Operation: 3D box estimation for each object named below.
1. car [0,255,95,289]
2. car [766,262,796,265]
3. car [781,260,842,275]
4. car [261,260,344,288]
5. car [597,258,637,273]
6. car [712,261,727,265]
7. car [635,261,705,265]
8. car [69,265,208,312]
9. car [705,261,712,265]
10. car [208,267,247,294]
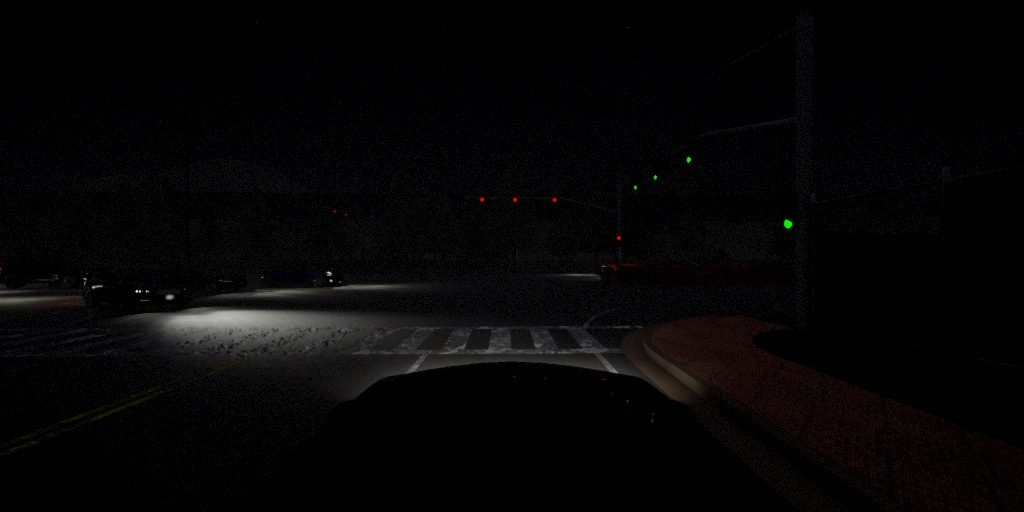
[{"bbox_3d":[-28.585,0.964,22.698,5.566,2.045,2.150,0,0,-2],"label":"car"},{"bbox_3d":[22.963,1.351,31.507,4.718,1.301,1.895,0,0,-2],"label":"car"},{"bbox_3d":[32.349,1.242,38.796,4.902,1.511,2.128,0,0,-2],"label":"car"},{"bbox_3d":[-13.395,1.101,23.172,4.553,1.767,2.097,0,0,-2],"label":"car"},{"bbox_3d":[11.419,1.102,38.151,4.553,1.767,2.097,0,0,-2],"label":"car"},{"bbox_3d":[20.535,1.255,38.436,4.892,1.490,1.837,0,0,-2],"label":"car"},{"bbox_3d":[13.708,1.255,31.219,4.892,1.490,1.837,0,0,-2],"label":"car"},{"bbox_3d":[-14.659,1.243,14.051,4.902,1.511,2.128,0,0,24],"label":"car"},{"bbox_3d":[16.352,1.276,34.802,4.674,1.442,1.812,0,0,-2],"label":"car"},{"bbox_3d":[-17.311,1.227,19.548,5.008,1.535,1.882,0,0,-2],"label":"car"}]
